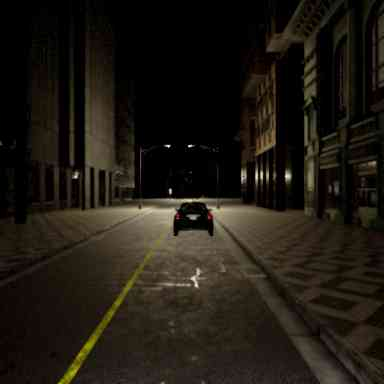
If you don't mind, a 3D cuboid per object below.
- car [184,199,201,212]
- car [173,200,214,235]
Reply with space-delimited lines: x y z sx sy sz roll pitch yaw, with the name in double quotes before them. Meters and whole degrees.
"car" 0.075 1.564 38.577 1.895 1.301 4.718 0 0 0
"car" 0.080 1.326 18.819 2.097 1.767 4.553 0 0 0
